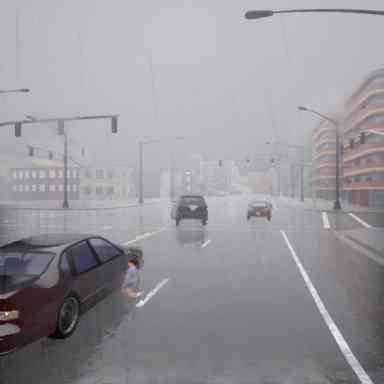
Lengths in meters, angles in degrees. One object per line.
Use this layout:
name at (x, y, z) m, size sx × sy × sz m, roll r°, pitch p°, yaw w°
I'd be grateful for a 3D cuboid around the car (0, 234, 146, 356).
car at (-2.547, 1.547, 6.579) m, size 2.033 × 1.411 × 5.357 m, roll 0°, pitch 0°, yaw 10°

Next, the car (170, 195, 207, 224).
car at (-0.290, 1.205, 24.765) m, size 2.150 × 2.045 × 5.566 m, roll 0°, pitch 0°, yaw -8°

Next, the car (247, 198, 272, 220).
car at (5.755, 1.502, 28.223) m, size 1.812 × 1.442 × 4.674 m, roll 0°, pitch 0°, yaw 14°

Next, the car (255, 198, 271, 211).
car at (8.624, 1.469, 40.427) m, size 1.812 × 1.442 × 4.674 m, roll 0°, pitch 0°, yaw 13°
